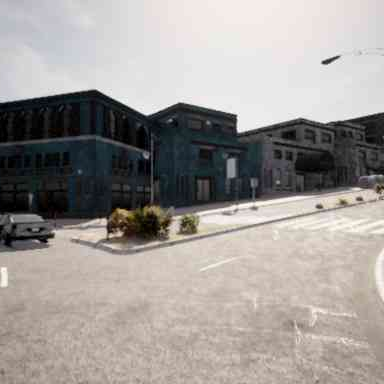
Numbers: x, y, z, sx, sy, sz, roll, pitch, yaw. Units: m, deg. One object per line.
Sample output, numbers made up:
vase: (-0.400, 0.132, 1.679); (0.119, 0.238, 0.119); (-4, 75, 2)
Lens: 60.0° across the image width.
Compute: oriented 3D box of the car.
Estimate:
car: (-8.379, 1.663, 15.871); (2.033, 1.411, 5.357); (2, -2, -44)
